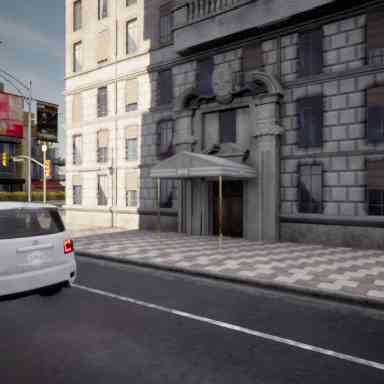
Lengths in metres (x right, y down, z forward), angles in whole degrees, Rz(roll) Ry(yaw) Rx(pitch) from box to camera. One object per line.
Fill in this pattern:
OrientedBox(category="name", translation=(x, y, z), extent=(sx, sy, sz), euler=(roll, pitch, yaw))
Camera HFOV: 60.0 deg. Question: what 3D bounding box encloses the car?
OrientedBox(category="car", translation=(-4.924, 1.221, 7.395), extent=(5.566, 2.045, 2.150), euler=(0, 0, 35))
